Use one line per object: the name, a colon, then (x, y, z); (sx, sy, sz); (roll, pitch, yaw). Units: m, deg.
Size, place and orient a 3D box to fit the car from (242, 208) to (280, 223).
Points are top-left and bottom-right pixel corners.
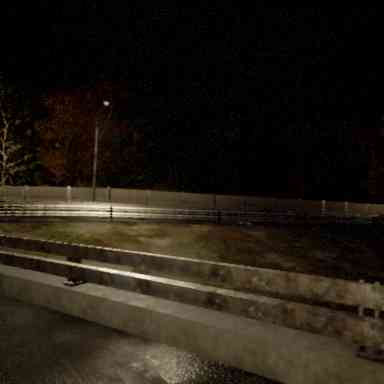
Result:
car: (8.025, 2.655, 38.865); (4.553, 1.767, 2.097); (3, -1, -21)
